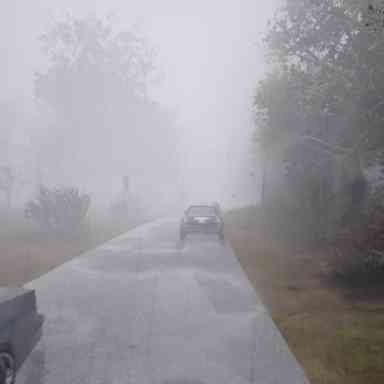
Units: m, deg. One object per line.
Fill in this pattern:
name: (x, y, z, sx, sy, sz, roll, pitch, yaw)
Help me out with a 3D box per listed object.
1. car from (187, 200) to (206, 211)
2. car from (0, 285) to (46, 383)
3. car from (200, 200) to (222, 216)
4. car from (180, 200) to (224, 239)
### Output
car: (0.713, 1.841, 46.434, 1.882, 1.535, 5.008, 0, -1, 10)
car: (-2.828, 1.546, 2.007, 2.033, 1.411, 5.357, 0, 0, 0)
car: (2.112, 1.698, 35.552, 2.128, 1.511, 4.902, 0, -1, 7)
car: (0.573, 1.387, 17.762, 2.097, 1.767, 4.553, 0, 0, 3)
